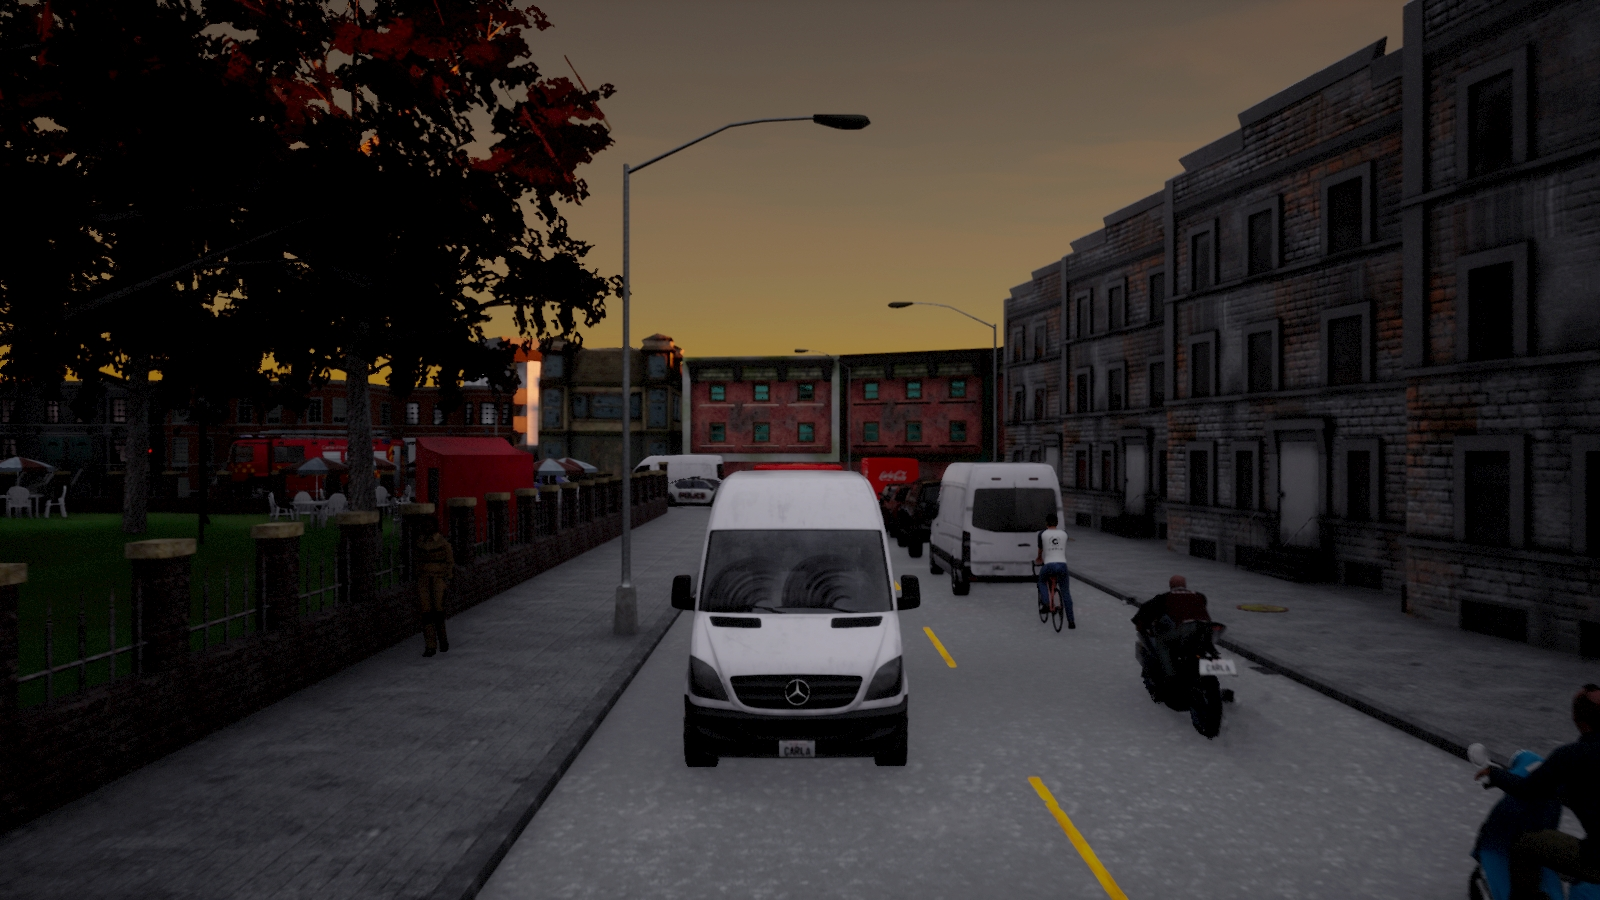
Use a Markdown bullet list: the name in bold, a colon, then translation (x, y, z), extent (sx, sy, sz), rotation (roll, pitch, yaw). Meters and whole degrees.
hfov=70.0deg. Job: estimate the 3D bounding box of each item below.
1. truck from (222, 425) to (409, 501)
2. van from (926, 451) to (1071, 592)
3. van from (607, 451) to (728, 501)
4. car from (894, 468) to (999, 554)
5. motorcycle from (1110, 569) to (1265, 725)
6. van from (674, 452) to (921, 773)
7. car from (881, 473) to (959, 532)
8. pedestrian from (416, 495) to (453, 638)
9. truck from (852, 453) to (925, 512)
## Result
- **truck**: translation (-25.005, 0.672, 59.300), extent (8.468, 3.827, 2.891), rotation (0, 0, -1)
- **van**: translation (3.950, 1.315, 23.843), extent (1.988, 2.561, 5.915), rotation (0, 0, 0)
- **van**: translation (-6.855, 1.317, 59.192), extent (5.915, 2.561, 1.988), rotation (0, 0, 10)
- **car**: translation (3.887, 1.560, 31.266), extent (2.150, 2.045, 5.566), rotation (0, 0, 0)
- **motorcycle**: translation (3.974, 1.985, 11.952), extent (0.867, 1.251, 2.209), rotation (0, 0, 0)
- **van**: translation (-0.033, 1.314, 12.159), extent (1.988, 2.561, 5.915), rotation (0, 0, 0)
- **car**: translation (3.932, 1.686, 38.061), extent (2.097, 1.767, 4.553), rotation (0, 0, 0)
- **pedestrian**: translation (-4.819, 1.525, 15.073), extent (0.375, 1.860, 0.375), rotation (0, 0, 1)
- **truck**: translation (3.804, 1.350, 50.228), extent (2.627, 2.467, 5.204), rotation (0, 0, -2)
